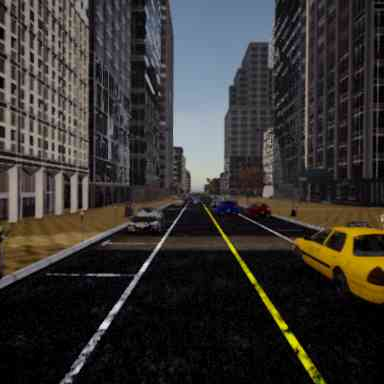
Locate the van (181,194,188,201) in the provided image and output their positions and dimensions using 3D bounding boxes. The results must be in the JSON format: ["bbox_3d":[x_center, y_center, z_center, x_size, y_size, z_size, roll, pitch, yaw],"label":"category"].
[{"bbox_3d":[-1.863,1.356,81.151,1.690,1.788,3.998,0,0,1],"label":"van"}]

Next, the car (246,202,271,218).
[{"bbox_3d":[5.984,1.603,30.307,1.887,1.381,4.507,0,0,1],"label":"car"}]

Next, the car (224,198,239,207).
[{"bbox_3d":[6.222,1.619,52.876,2.008,1.369,4.403,0,0,1],"label":"car"}]

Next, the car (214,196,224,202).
[{"bbox_3d":[6.518,1.624,81.089,2.008,1.369,4.403,0,0,1],"label":"car"}]

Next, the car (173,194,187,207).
[{"bbox_3d":[-2.161,1.535,52.776,1.752,1.417,4.829,0,0,1],"label":"car"}]

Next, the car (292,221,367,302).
[{"bbox_3d":[3.970,1.488,8.278,1.801,1.575,5.366,0,0,1],"label":"car"}]

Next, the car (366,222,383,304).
[{"bbox_3d":[3.672,1.242,2.112,2.150,2.045,5.566,-1,0,0],"label":"car"}]

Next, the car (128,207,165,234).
[{"bbox_3d":[-2.515,1.544,19.099,2.008,1.369,4.403,0,0,1],"label":"car"}]

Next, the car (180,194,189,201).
[{"bbox_3d":[-1.803,1.331,86.792,2.192,1.841,5.009,0,0,1],"label":"car"}]

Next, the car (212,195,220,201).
[{"bbox_3d":[6.637,1.515,92.373,1.967,1.590,4.097,0,0,1],"label":"car"}]

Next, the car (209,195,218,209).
[{"bbox_3d":[3.473,1.595,46.411,2.033,1.411,5.357,0,0,1],"label":"car"}]

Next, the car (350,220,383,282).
[{"bbox_3d":[5.748,1.570,7.906,1.752,1.417,4.829,0,0,1],"label":"car"}]

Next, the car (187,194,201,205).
[{"bbox_3d":[0.603,1.521,58.964,2.128,1.511,4.902,0,0,1],"label":"car"}]

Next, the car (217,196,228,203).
[{"bbox_3d":[6.400,1.622,69.804,2.008,1.369,4.403,0,0,1],"label":"car"}]

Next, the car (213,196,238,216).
[{"bbox_3d":[3.394,1.519,33.019,1.882,1.535,5.008,0,0,1],"label":"car"}]
